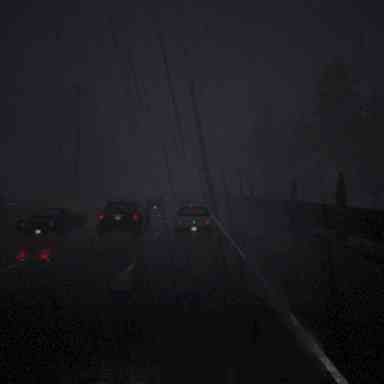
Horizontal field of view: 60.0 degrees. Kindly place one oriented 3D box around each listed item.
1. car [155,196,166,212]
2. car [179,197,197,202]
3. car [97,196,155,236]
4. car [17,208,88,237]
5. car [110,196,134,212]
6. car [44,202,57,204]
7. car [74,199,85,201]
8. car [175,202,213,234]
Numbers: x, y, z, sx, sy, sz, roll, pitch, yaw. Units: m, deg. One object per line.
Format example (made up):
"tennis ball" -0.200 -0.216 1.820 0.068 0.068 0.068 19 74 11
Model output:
"car" -3.789 1.219 34.891 1.837 1.490 4.892 0 0 -4
"car" -0.384 1.231 35.899 1.812 1.442 4.674 0 0 -5
"car" -3.408 1.209 17.432 2.097 1.767 4.553 0 0 0
"car" -6.908 1.460 17.137 1.895 1.301 4.718 0 0 0
"car" -7.290 1.219 34.905 1.837 1.490 4.892 0 0 -4
"car" -19.613 1.146 46.384 1.812 1.442 4.674 0 0 -12
"car" -16.400 1.152 48.329 2.033 1.411 5.357 0 0 -12
"car" 0.093 1.452 18.140 1.895 1.301 4.718 0 0 0
